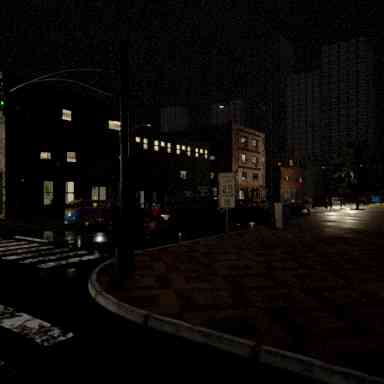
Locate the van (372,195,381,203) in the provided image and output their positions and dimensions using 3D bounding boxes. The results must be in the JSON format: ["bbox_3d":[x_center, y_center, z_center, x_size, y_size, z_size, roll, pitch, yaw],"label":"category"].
[{"bbox_3d":[44.837,1.694,80.903,1.690,1.788,3.998,-1,-1,35],"label":"van"}]

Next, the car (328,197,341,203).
[{"bbox_3d":[34.805,1.914,81.233,2.008,1.369,4.403,-1,-1,35],"label":"car"}]

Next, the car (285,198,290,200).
[{"bbox_3d":[15.549,1.741,54.046,1.752,1.417,4.829,-1,-1,35],"label":"car"}]

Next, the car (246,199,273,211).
[{"bbox_3d":[9.263,1.722,45.169,2.008,1.369,4.403,-1,-1,35],"label":"car"}]

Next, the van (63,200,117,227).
[{"bbox_3d":[-6.701,1.413,22.631,1.690,1.788,3.998,-1,0,35],"label":"van"}]

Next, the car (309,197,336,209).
[{"bbox_3d":[19.485,1.536,49.578,2.097,1.767,4.553,0,0,35],"label":"car"}]

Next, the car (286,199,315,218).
[{"bbox_3d":[9.718,1.657,31.313,1.947,1.339,4.313,-1,-1,35],"label":"car"}]

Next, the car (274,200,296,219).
[{"bbox_3d":[6.525,1.616,26.804,1.887,1.381,4.507,-1,-1,35],"label":"car"}]

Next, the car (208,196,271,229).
[{"bbox_3d":[3.331,1.367,22.298,2.192,1.841,5.009,-1,-1,35],"label":"car"}]

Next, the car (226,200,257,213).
[{"bbox_3d":[6.070,1.700,40.661,2.008,1.369,4.403,-1,-1,35],"label":"car"}]

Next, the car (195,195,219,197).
[{"bbox_3d":[1.117,1.315,29.184,2.150,2.045,5.566,0,0,35],"label":"car"}]

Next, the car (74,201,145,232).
[{"bbox_3d":[-4.584,1.538,21.137,1.882,1.535,5.008,0,0,35],"label":"car"}]

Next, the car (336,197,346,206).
[{"bbox_3d":[25.356,1.828,57.867,1.895,1.301,4.718,0,0,36],"label":"car"}]

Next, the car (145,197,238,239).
[{"bbox_3d":[0.138,1.349,17.790,2.192,1.841,5.009,-1,-1,35],"label":"car"}]

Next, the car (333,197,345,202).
[{"bbox_3d":[37.998,1.935,85.741,1.887,1.381,4.507,-1,-1,35],"label":"car"}]

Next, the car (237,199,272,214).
[{"bbox_3d":[7.159,1.609,37.694,1.882,1.535,5.008,0,0,36],"label":"car"}]

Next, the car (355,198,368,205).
[{"bbox_3d":[32.067,1.801,62.868,2.008,1.369,4.403,-1,-1,35],"label":"car"}]

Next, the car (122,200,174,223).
[{"bbox_3d":[-3.509,1.530,27.138,1.967,1.590,4.097,-1,-1,35],"label":"car"}]

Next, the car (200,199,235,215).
[{"bbox_3d":[2.877,1.569,36.155,1.967,1.590,4.097,-1,-1,35],"label":"car"}]
